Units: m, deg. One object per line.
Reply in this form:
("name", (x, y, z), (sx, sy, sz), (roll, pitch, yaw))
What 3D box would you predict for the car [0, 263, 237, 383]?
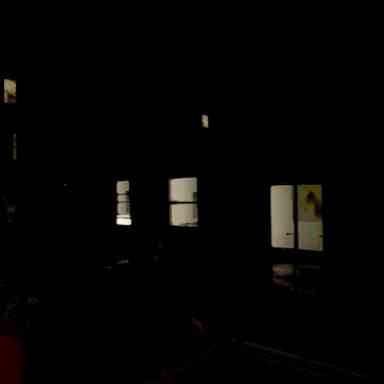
("car", (-1.661, 1.577, 4.080), (4.507, 1.381, 1.887), (-1, -1, 36))
